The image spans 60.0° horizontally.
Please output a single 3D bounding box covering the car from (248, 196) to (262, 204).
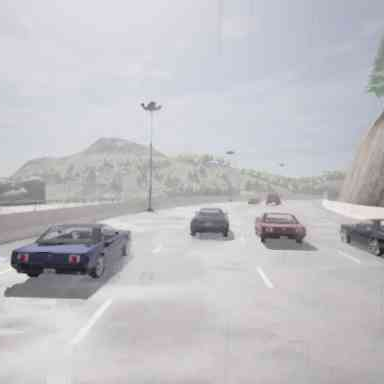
[{"bbox_3d":[12.060,1.546,63.402,1.882,1.535,5.008,0,0,22],"label":"car"}]

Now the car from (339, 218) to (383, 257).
[{"bbox_3d":[7.561,1.680,13.209,1.895,1.301,4.718,1,0,4],"label":"car"}]

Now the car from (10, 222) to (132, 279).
[{"bbox_3d":[-3.156,1.546,9.880,1.895,1.301,4.718,1,0,3],"label":"car"}]

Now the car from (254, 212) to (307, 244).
[{"bbox_3d":[4.097,1.631,16.176,1.895,1.301,4.718,1,0,6],"label":"car"}]

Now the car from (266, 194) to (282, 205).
[{"bbox_3d":[15.541,1.335,62.944,2.150,2.045,5.566,0,0,23],"label":"car"}]

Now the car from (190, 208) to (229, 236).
[{"bbox_3d":[1.052,1.552,18.383,1.994,1.385,4.181,1,0,6],"label":"car"}]
